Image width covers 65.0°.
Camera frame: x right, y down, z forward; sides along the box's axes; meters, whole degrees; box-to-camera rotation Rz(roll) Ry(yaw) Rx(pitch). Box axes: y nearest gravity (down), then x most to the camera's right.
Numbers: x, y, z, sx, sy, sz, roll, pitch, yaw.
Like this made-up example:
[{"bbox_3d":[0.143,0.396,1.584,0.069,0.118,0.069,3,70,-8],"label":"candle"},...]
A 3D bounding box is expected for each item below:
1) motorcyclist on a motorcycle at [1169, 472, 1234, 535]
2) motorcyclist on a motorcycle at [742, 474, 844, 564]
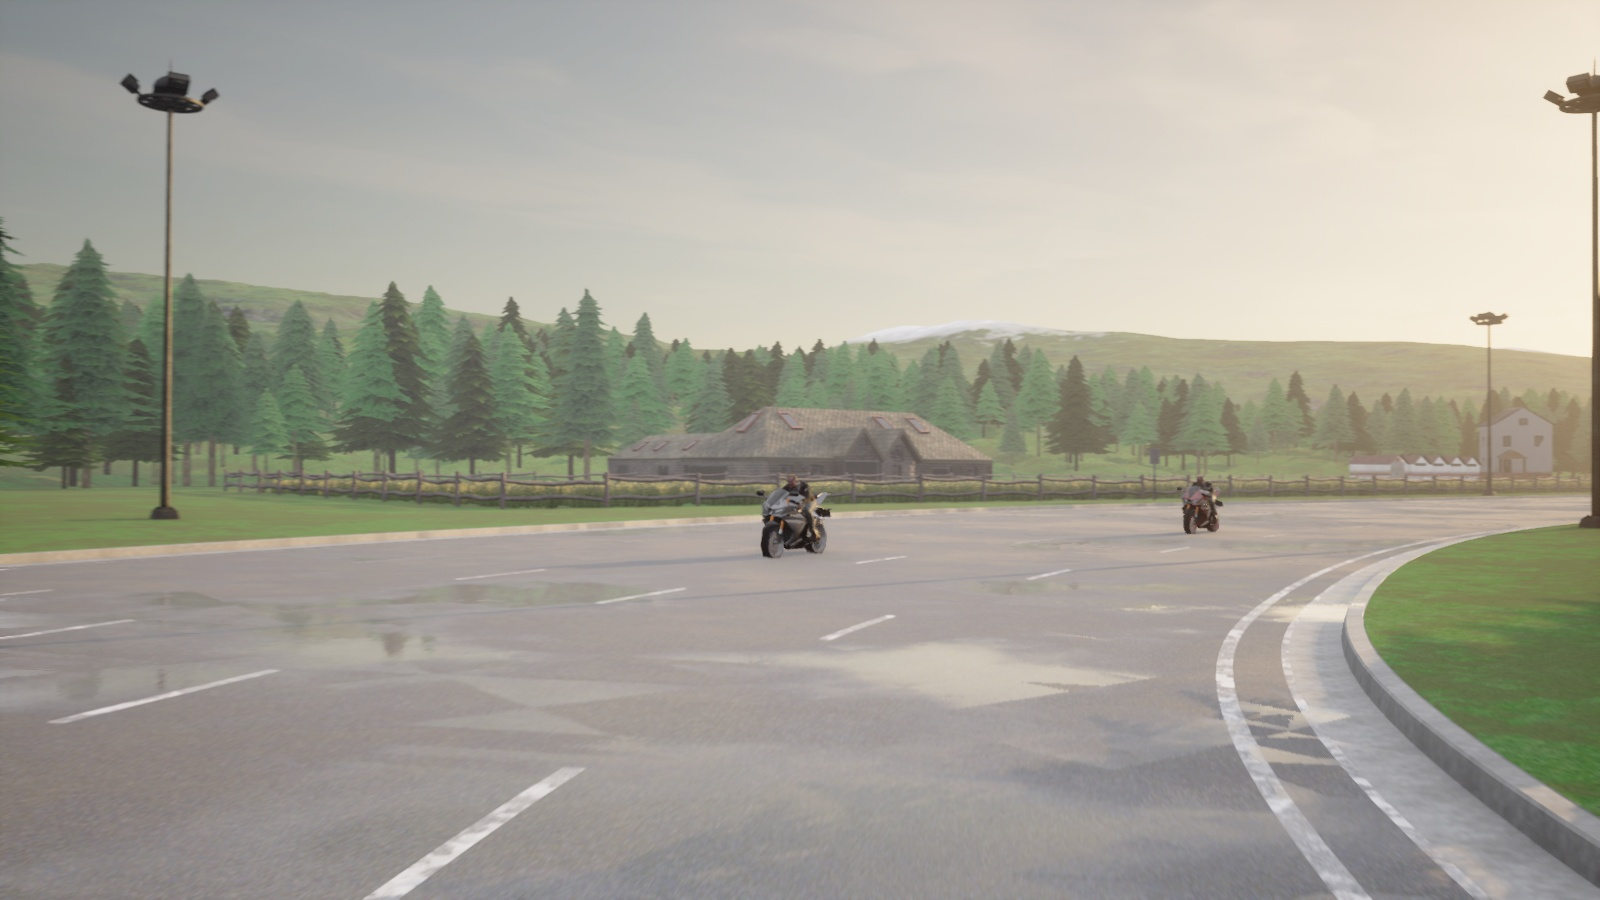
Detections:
[{"bbox_3d":[10.261,1.334,32.028,0.866,1.530,2.191,-1,-1,38],"label":"motorcyclist on a motorcycle"},{"bbox_3d":[-0.089,1.214,22.820,0.866,1.530,2.191,0,-1,30],"label":"motorcyclist on a motorcycle"}]
